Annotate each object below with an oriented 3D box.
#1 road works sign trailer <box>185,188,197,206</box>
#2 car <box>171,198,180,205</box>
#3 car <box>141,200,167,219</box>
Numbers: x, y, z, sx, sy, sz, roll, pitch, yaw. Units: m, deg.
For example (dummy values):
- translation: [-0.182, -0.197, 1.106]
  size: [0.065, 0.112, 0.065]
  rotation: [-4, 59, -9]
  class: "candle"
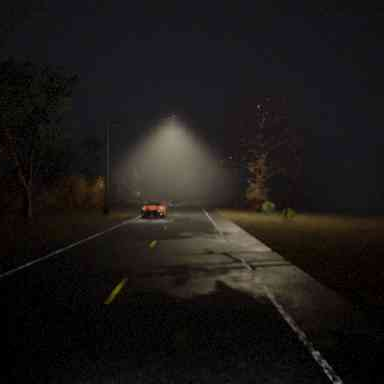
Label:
- translation: [-0.081, 0.972, 68.346]
  size: [2.380, 3.560, 2.880]
  rotation: [0, 0, 0]
  class: "road works sign trailer"
- translation: [-3.585, 2.023, 72.782]
  size: [2.033, 1.411, 5.357]
  rotation: [0, 0, 0]
  class: "car"
- translation: [-3.634, 1.588, 32.221]
  size: [2.097, 1.767, 4.553]
  rotation: [0, 0, 0]
  class: "car"
